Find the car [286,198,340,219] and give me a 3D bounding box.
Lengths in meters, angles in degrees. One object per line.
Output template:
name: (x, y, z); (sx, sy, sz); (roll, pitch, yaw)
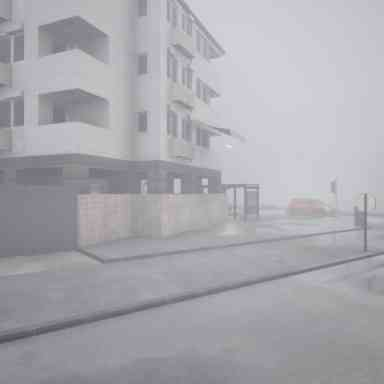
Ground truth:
car: (10.679, 1.352, 29.435); (2.097, 1.767, 4.553); (0, 0, -36)
